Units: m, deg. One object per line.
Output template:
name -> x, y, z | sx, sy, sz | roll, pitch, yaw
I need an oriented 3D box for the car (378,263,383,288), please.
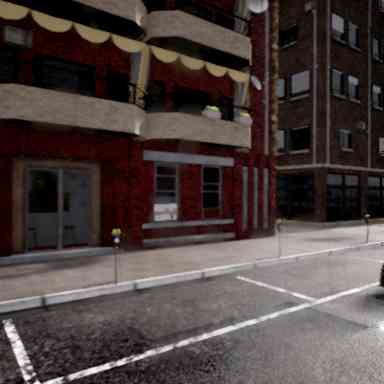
car -> 6.239, 1.654, 7.825 | 4.181, 1.385, 1.994 | 1, 0, -35
